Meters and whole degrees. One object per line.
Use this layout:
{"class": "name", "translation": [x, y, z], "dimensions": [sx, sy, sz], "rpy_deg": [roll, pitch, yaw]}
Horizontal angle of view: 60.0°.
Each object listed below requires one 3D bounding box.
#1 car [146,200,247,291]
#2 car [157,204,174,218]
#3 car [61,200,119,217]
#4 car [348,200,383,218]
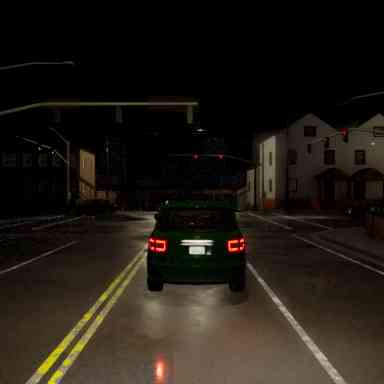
{"class": "car", "translation": [0.098, 1.221, 9.109], "dimensions": [2.150, 2.045, 5.566], "rpy_deg": [0, 0, 0]}
{"class": "car", "translation": [-3.555, 2.597, 45.382], "dimensions": [1.812, 1.442, 4.674], "rpy_deg": [0, -9, 0]}
{"class": "car", "translation": [-9.006, 1.421, 29.453], "dimensions": [4.902, 1.511, 2.128], "rpy_deg": [0, 0, -1]}
{"class": "car", "translation": [16.588, 1.491, 29.823], "dimensions": [4.902, 1.511, 2.128], "rpy_deg": [0, 0, -1]}
